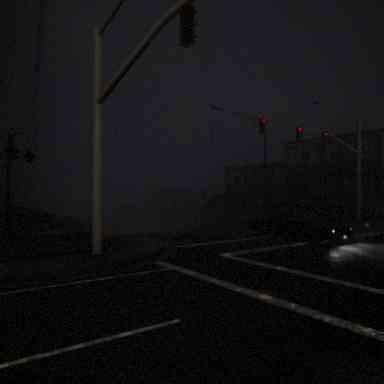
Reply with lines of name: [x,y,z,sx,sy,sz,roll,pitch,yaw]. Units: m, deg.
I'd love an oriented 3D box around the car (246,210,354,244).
car: [5.150,1.623,16.737,2.033,1.411,5.357,0,-1,-36]
